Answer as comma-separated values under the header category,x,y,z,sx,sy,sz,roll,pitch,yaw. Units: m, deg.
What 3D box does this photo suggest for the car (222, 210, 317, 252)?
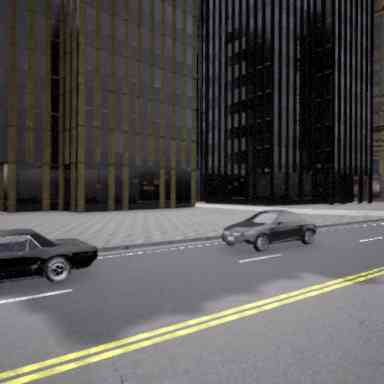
category,x,y,z,sx,sy,sz,roll,pitch,yaw
car,3.373,1.499,13.958,4.674,1.442,1.812,0,0,-36

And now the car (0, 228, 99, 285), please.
category,x,y,z,sx,sy,sz,roll,pitch,yaw
car,-4.882,1.600,8.118,4.718,1.301,1.895,0,0,-35
